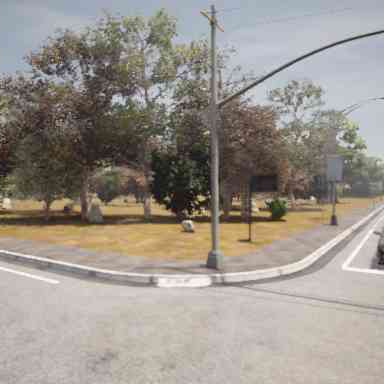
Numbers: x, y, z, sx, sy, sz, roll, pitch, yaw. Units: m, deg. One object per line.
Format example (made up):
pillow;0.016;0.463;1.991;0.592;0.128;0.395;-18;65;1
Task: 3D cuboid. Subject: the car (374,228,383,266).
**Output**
car;7.377;1.553;11.233;2.033;1.411;5.357;-1;0;32
